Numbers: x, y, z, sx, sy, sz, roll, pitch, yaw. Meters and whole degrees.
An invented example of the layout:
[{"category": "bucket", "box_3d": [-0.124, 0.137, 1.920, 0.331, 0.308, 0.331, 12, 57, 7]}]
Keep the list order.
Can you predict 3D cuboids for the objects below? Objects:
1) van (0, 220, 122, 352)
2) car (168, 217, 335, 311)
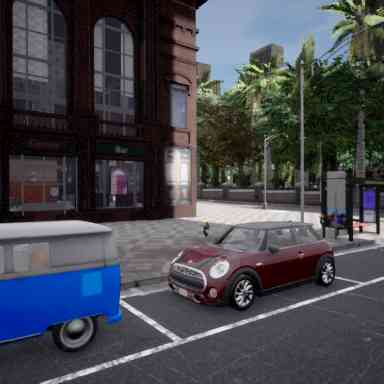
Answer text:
[{"category": "van", "box_3d": [-2.970, 1.341, 4.536, 3.998, 1.788, 1.690, 0, 0, -36]}, {"category": "car", "box_3d": [1.445, 1.439, 7.689, 4.097, 1.590, 1.967, 0, 0, -36]}]
